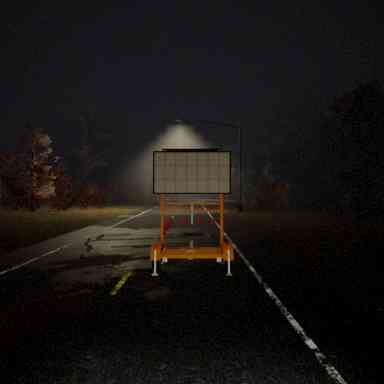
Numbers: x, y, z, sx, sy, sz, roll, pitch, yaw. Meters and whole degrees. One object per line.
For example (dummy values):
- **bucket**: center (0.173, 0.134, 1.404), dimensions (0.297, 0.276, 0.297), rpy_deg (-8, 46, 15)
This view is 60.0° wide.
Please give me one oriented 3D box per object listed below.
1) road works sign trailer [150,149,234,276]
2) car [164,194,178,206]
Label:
- **road works sign trailer**: center (0.000, 0.464, 10.349), dimensions (2.380, 3.560, 2.880), rpy_deg (0, 0, 0)
- **car**: center (-3.491, 1.224, 54.831), dimensions (2.150, 2.045, 5.566), rpy_deg (0, 0, 0)
